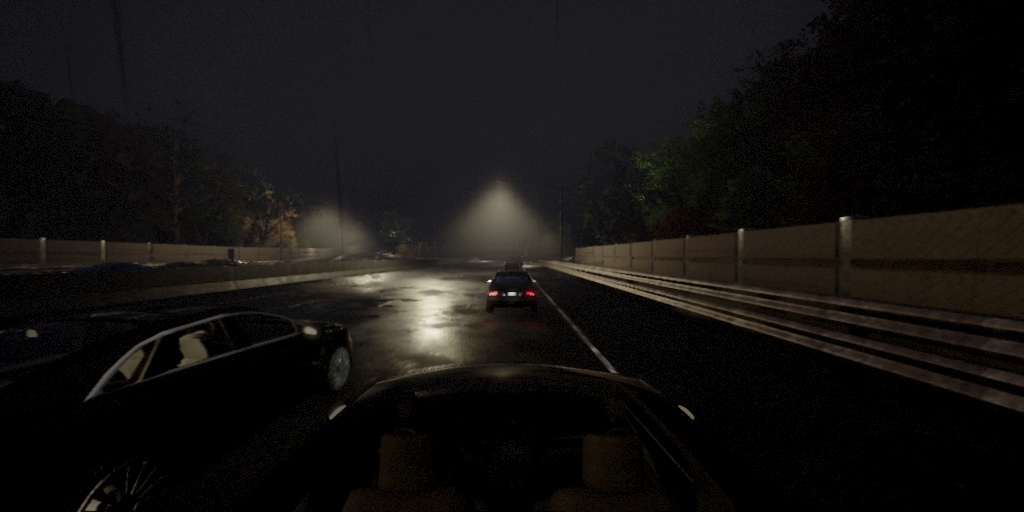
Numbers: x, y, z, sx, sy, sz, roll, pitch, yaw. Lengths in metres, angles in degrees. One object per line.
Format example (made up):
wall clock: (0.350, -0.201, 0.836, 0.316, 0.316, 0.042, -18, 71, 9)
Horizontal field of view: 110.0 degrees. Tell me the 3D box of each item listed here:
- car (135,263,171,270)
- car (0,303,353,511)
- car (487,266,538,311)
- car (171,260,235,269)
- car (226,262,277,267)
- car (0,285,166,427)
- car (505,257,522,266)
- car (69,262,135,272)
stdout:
car: (-28.058, 1.249, 30.199, 1.837, 1.490, 4.892, 0, 1, 0)
car: (-3.397, 1.240, 3.711, 2.128, 1.511, 4.902, 0, 0, 0)
car: (0.002, 1.289, 14.249, 2.033, 1.411, 5.357, 0, 0, 0)
car: (-24.564, 1.099, 29.394, 2.097, 1.767, 4.553, 0, 0, 0)
car: (-21.041, 1.347, 30.233, 1.895, 1.301, 4.718, 0, 0, 1)
car: (-6.900, 1.253, 3.746, 1.837, 1.490, 4.892, 0, 0, 0)
car: (0.015, 1.240, 48.909, 1.882, 1.535, 5.008, 0, 0, 0)
car: (-31.568, 1.223, 28.354, 1.882, 1.535, 5.008, 0, 0, 0)
